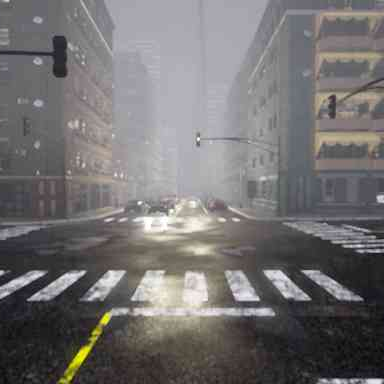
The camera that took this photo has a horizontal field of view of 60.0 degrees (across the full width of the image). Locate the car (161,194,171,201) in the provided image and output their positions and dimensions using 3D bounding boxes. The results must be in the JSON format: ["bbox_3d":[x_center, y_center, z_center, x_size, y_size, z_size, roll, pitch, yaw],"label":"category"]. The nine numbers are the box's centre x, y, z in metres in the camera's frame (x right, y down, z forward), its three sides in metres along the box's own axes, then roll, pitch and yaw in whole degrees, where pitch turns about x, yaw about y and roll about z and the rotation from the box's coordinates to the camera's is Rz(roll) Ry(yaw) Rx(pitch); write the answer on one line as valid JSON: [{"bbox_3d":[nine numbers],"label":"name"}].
[{"bbox_3d":[-5.692,1.206,72.483,1.802,1.307,4.206,0,0,0],"label":"car"}]

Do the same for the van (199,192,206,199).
[{"bbox_3d":[2.687,0.889,89.039,1.690,1.788,3.998,-1,0,0],"label":"van"}]

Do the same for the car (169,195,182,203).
[{"bbox_3d":[-2.996,1.225,61.412,2.033,1.411,5.357,0,0,0],"label":"car"}]

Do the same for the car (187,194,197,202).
[{"bbox_3d":[0.003,1.194,63.261,1.812,1.442,4.674,0,0,0],"label":"car"}]

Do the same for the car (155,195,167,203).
[{"bbox_3d":[-5.693,1.222,61.436,1.887,1.381,4.507,0,0,0],"label":"car"}]

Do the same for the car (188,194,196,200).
[{"bbox_3d":[0.005,1.048,73.296,1.895,1.301,4.718,0,0,0],"label":"car"}]

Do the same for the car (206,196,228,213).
[{"bbox_3d":[2.686,1.397,33.806,1.802,1.307,4.206,0,0,0],"label":"car"}]

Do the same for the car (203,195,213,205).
[{"bbox_3d":[2.686,1.353,39.329,1.947,1.339,4.313,0,0,0],"label":"car"}]

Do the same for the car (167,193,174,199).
[{"bbox_3d":[-5.692,1.074,88.883,1.752,1.417,4.829,0,0,0],"label":"car"}]

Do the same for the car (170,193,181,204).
[{"bbox_3d":[-3.052,1.081,50.875,2.097,1.767,4.553,0,0,0],"label":"car"}]

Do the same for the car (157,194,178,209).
[{"bbox_3d":[-3.093,1.344,40.826,1.994,1.385,4.181,0,0,0],"label":"car"}]

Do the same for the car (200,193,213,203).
[{"bbox_3d":[2.687,1.276,50.376,1.887,1.381,4.507,0,0,0],"label":"car"}]

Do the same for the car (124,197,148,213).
[{"bbox_3d":[-5.695,1.381,33.818,1.947,1.339,4.313,0,0,0],"label":"car"}]

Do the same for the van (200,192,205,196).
[{"bbox_3d":[2.686,1.046,55.898,1.690,1.788,3.998,0,0,0],"label":"van"}]

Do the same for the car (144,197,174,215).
[{"bbox_3d":[-3.081,1.427,31.737,1.895,1.301,4.718,0,0,0],"label":"car"}]

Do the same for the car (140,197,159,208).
[{"bbox_3d":[-5.694,1.325,44.866,1.947,1.339,4.313,0,0,0],"label":"car"}]
